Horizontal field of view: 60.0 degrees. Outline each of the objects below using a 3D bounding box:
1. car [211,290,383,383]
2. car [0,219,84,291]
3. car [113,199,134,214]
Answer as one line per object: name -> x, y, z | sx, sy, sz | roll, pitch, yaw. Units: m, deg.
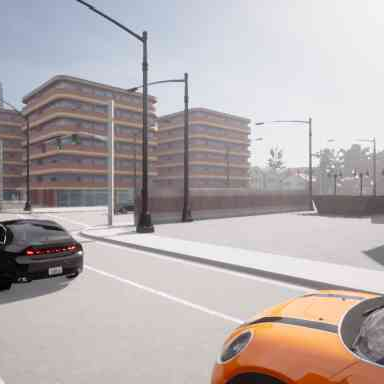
car -> 2.319, 1.352, 2.301 | 4.553, 1.767, 2.097 | 0, 0, 40
car -> -4.699, 1.505, 9.166 | 1.837, 1.490, 4.892 | 0, 0, -43
car -> -6.322, 1.491, 34.976 | 4.902, 1.511, 2.128 | 0, 0, -44
